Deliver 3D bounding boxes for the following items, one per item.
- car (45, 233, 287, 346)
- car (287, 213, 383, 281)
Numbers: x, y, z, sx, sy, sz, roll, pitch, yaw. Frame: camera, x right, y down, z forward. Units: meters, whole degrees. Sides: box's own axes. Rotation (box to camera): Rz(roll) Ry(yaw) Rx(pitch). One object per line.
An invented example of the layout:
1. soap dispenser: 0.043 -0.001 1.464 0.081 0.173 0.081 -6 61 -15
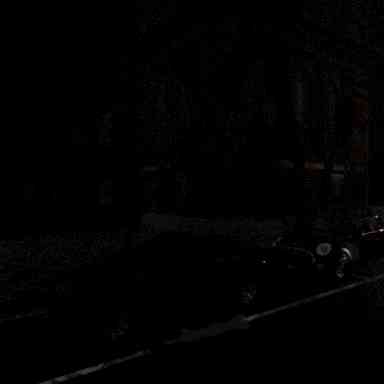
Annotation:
1. car: -0.432 1.540 6.334 4.313 1.339 1.947 -1 1 -35
2. car: 4.128 1.369 9.585 4.097 1.590 1.967 -1 1 -35
